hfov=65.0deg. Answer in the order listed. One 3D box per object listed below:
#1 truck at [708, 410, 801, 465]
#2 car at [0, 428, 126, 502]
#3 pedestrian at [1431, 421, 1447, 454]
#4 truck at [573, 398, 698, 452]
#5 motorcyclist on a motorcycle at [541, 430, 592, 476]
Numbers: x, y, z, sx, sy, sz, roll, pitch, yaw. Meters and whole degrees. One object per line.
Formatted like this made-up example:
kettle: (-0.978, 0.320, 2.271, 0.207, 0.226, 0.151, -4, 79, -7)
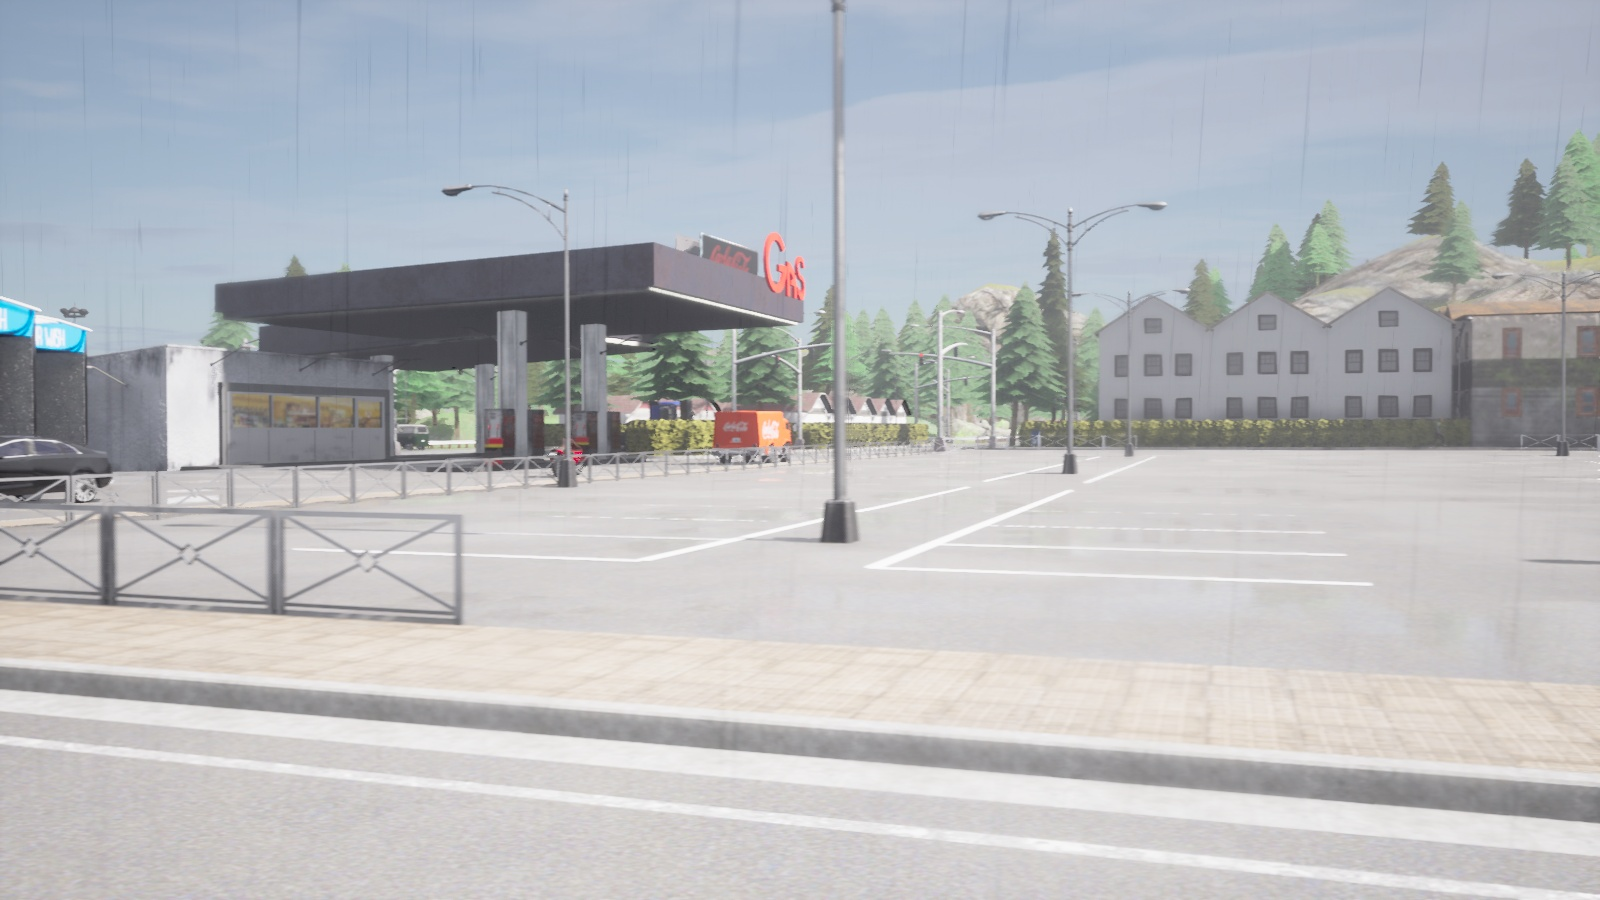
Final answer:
truck: (-2.082, -0.617, 59.229, 2.627, 2.467, 5.204, 1, 1, 19)
car: (-17.277, 0.287, 26.820, 2.128, 1.511, 4.902, 1, 1, 19)
pedestrian: (38.171, -0.766, 75.041, 0.788, 1.949, 0.423, 1, 1, 20)
truck: (-11.173, -1.692, 85.447, 7.936, 3.462, 2.891, 0, 2, 19)
motorcyclist on a motorcycle: (-7.922, 0.094, 42.751, 0.797, 1.523, 2.044, 1, 1, 19)
